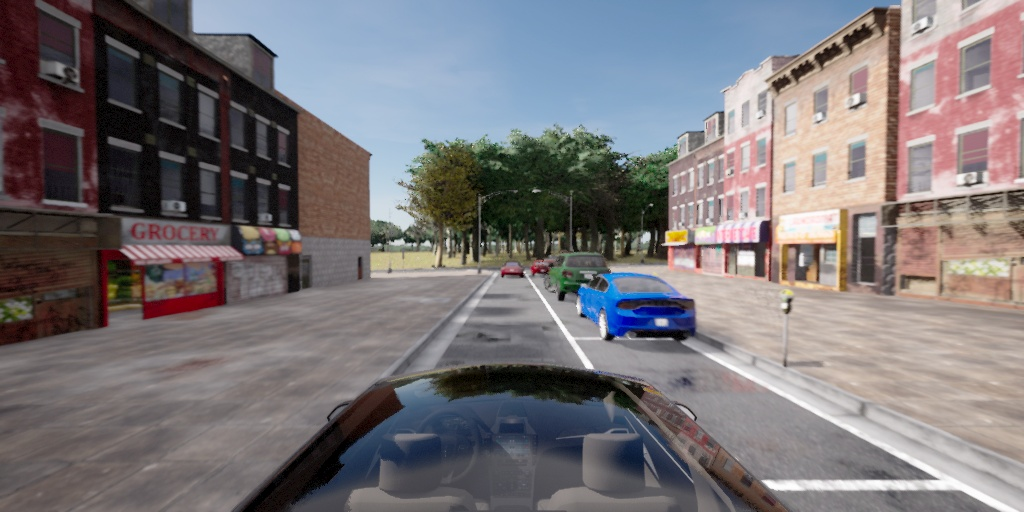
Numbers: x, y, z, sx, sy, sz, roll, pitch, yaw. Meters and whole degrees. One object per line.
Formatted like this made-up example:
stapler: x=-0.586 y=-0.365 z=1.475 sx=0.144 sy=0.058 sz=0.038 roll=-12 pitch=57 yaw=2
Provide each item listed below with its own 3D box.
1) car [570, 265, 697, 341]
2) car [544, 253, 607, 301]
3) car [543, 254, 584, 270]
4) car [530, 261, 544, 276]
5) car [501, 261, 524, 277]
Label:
car: x=3.014 y=1.172 z=9.698 sx=1.882 sy=1.535 sz=5.008 roll=0 pitch=0 yaw=0
car: x=2.977 y=0.868 z=16.733 sx=2.150 sy=2.045 sz=5.566 roll=0 pitch=0 yaw=0
car: x=6.164 y=0.679 z=43.496 sx=4.553 sy=1.767 sz=2.097 roll=-1 pitch=1 yaw=-5
car: x=2.631 y=1.092 z=32.880 sx=1.888 sy=1.381 sz=4.507 roll=0 pitch=0 yaw=0
car: x=0.041 y=1.118 z=31.591 sx=1.994 sy=1.385 sz=4.181 roll=0 pitch=0 yaw=1
